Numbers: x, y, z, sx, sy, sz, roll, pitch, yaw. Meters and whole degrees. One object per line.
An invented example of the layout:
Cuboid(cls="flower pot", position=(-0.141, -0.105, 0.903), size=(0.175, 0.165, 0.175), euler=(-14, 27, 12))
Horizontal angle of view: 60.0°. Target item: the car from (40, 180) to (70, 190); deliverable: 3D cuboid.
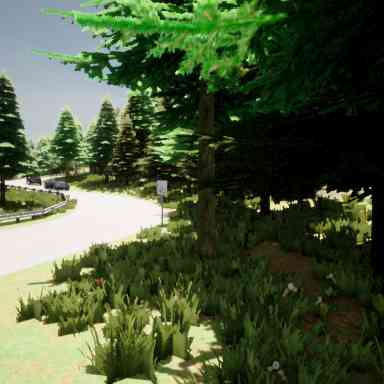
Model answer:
Cuboid(cls="car", position=(-18.773, -0.986, 46.136), size=(4.181, 1.385, 1.994), euler=(6, 4, 40))

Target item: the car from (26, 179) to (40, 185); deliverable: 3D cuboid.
Cuboid(cls="car", position=(-25.392, -1.912, 53.410), size=(1.837, 1.490, 4.892), euler=(0, 5, -33))
